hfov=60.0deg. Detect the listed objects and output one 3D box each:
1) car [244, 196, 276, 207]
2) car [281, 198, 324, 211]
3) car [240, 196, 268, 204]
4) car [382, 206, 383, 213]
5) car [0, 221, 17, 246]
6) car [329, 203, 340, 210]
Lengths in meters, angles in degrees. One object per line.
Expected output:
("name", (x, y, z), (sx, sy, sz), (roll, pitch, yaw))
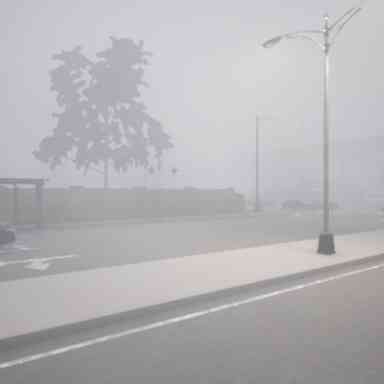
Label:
("car", (10.216, 1.589, 49.866), (1.895, 1.301, 4.718), (0, 0, -35))
("car", (12.917, 1.517, 39.981), (1.812, 1.442, 4.674), (0, 0, -35))
("car", (12.171, 1.491, 65.491), (2.033, 1.411, 5.357), (0, 1, -37))
("car", (19.941, 1.497, 30.061), (1.837, 1.490, 4.892), (0, 0, -35))
("car", (-8.845, 1.524, 11.808), (4.674, 1.442, 1.812), (0, 0, -36))
("car", (15.919, 1.592, 41.795), (1.895, 1.301, 4.718), (0, 0, -35))
